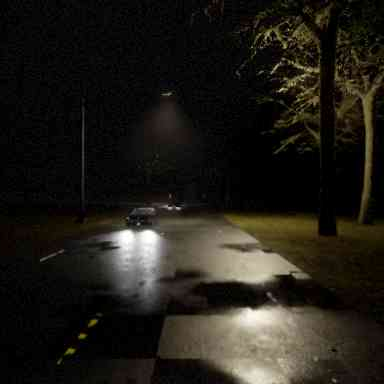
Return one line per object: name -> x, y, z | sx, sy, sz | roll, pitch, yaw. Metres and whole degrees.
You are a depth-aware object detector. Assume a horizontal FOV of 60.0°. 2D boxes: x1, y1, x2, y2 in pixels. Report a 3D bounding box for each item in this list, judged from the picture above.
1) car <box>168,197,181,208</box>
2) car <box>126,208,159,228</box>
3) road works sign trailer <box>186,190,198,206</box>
car -> -3.456, 2.014, 66.088 | 2.150, 2.045, 5.566 | 0, 0, 0
car -> -3.581, 1.861, 24.481 | 1.895, 1.301, 4.718 | 0, -1, 0
road works sign trailer -> 0.028, 1.303, 76.850 | 2.380, 3.560, 2.880 | -6, -1, -5
